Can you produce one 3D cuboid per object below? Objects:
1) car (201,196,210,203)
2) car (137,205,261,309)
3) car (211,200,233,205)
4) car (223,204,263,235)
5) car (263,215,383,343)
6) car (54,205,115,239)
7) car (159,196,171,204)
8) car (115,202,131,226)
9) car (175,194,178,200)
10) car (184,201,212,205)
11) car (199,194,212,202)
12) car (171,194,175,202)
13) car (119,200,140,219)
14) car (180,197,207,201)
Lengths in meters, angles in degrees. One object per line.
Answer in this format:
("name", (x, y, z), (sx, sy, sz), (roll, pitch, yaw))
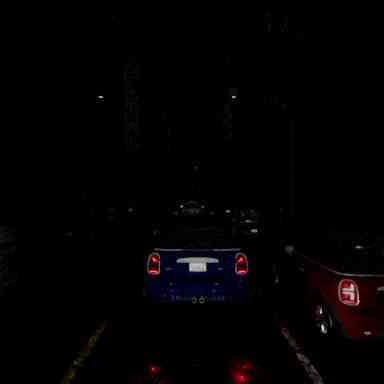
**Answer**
("car", (2.924, 1.564, 71.120), (1.752, 1.417, 4.829), (0, 0, 0))
("car", (0.102, 1.350, 8.014), (2.097, 1.767, 4.553), (0, 0, 0))
("car", (2.865, 1.563, 28.451), (1.947, 1.339, 4.313), (0, 0, 0))
("car", (2.860, 1.548, 17.448), (2.008, 1.369, 4.403), (0, 0, 0))
("car", (2.856, 1.439, 6.445), (1.967, 1.590, 4.097), (0, 0, 0))
("car", (-5.665, 1.563, 17.451), (1.947, 1.339, 4.313), (0, 0, 0))
("car", (-5.613, 1.611, 65.557), (1.802, 1.307, 4.206), (0, 0, 0))
("car", (-5.663, 1.579, 22.953), (1.802, 1.307, 4.206), (0, 0, 0))
("car", (-5.554, 1.617, 92.430), (1.752, 1.417, 4.829), (0, 0, 0))
("car", (0.102, 1.475, 17.295), (1.882, 1.535, 5.008), (0, 0, 0))
("car", (2.912, 1.470, 65.541), (1.967, 1.590, 4.097), (0, 0, 0))
("car", (-5.588, 1.599, 76.374), (2.008, 1.369, 4.403), (0, 0, 0))
("car", (-5.661, 1.437, 28.454), (1.967, 1.590, 4.097), (0, 0, 0))
("car", (0.010, 1.454, 27.317), (1.801, 1.575, 5.366), (0, 0, 0))
